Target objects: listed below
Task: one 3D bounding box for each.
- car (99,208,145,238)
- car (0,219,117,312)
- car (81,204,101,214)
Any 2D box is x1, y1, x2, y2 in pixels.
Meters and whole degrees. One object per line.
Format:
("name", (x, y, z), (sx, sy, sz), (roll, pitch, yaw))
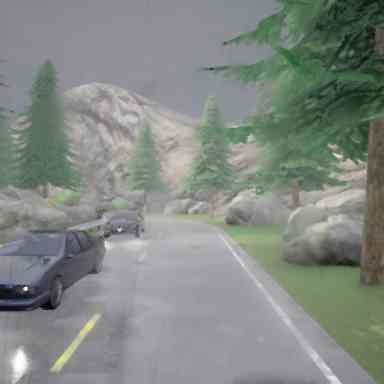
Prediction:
("car", (-3.841, 1.763, 19.603), (1.837, 1.490, 4.892), (0, -1, -2))
("car", (-3.614, 1.660, 8.375), (2.033, 1.411, 5.357), (0, -1, 0))
("car", (-12.555, 2.122, 39.657), (4.718, 1.301, 1.895), (0, -1, 26))
